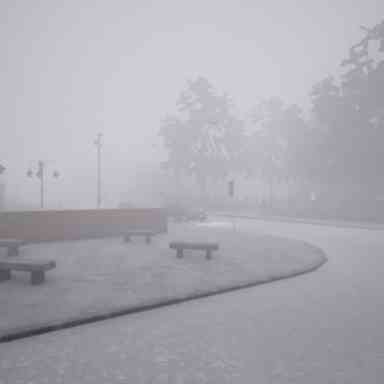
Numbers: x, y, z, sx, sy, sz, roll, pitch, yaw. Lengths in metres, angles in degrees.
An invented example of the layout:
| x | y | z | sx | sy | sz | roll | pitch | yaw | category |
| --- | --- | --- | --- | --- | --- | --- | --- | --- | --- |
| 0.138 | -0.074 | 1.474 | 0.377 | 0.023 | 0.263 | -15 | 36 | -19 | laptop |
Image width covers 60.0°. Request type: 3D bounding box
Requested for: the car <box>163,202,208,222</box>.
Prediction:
| x | y | z | sx | sy | sz | roll | pitch | yaw | category |
| --- | --- | --- | --- | --- | --- | --- | --- | --- | --- |
| -0.673 | 1.600 | 27.217 | 1.837 | 1.490 | 4.892 | 0 | 0 | -35 | car |

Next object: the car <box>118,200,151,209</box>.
| x | y | z | sx | sy | sz | roll | pitch | yaw | category |
| --- | --- | --- | --- | --- | --- | --- | --- | --- | --- |
| -6.033 | 1.573 | 34.790 | 1.882 | 1.535 | 5.008 | 0 | 0 | -35 | car |

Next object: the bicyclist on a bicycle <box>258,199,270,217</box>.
| x | y | z | sx | sy | sz | roll | pitch | yaw | category |
| --- | --- | --- | --- | --- | --- | --- | --- | --- | --- |
| 6.776 | 1.498 | 31.226 | 1.656 | 1.620 | 0.582 | 0 | 0 | -35 | bicyclist on a bicycle |
